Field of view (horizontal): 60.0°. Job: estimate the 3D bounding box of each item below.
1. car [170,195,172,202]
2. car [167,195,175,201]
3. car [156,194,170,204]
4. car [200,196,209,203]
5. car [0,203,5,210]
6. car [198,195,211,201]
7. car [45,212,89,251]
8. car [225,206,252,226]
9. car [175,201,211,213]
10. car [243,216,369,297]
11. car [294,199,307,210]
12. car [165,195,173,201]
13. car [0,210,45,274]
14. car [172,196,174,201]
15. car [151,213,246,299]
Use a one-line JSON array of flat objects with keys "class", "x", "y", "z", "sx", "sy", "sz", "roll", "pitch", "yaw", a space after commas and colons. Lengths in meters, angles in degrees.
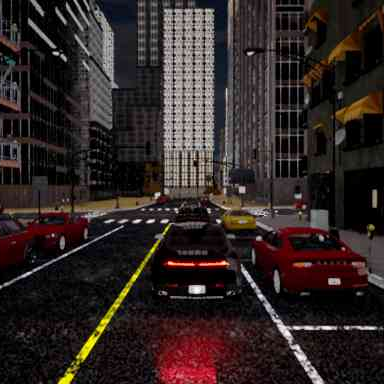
[{"class": "car", "x": -5.810, "y": 1.349, "z": 68.593, "sx": 2.192, "sy": 1.841, "sz": 5.009, "roll": -1, "pitch": 0, "yaw": 0}, {"class": "car", "x": -5.843, "y": 1.592, "z": 90.830, "sx": 1.887, "sy": 1.381, "sz": 4.507, "roll": -1, "pitch": 0, "yaw": 0}, {"class": "car", "x": -5.799, "y": 1.575, "z": 63.032, "sx": 1.887, "sy": 1.381, "sz": 4.507, "roll": -1, "pitch": 0, "yaw": 0}, {"class": "car", "x": 2.572, "y": 1.559, "z": 68.774, "sx": 1.752, "sy": 1.417, "sz": 4.829, "roll": -1, "pitch": 0, "yaw": 0}, {"class": "car", "x": -23.908, "y": 1.766, "z": 38.277, "sx": 4.097, "sy": 1.590, "sz": 1.967, "roll": -1, "pitch": 1, "yaw": -1}, {"class": "car", "x": 2.580, "y": 1.471, "z": 63.045, "sx": 1.967, "sy": 1.590, "sz": 4.097, "roll": -1, "pitch": 0, "yaw": 0}, {"class": "car", "x": -5.720, "y": 1.550, "z": 13.996, "sx": 1.887, "sy": 1.381, "sz": 4.507, "roll": -1, "pitch": 0, "yaw": 0}, {"class": "car", "x": 2.651, "y": 1.533, "z": 19.689, "sx": 1.752, "sy": 1.417, "sz": 4.829, "roll": -1, "pitch": 0, "yaw": 0}, {"class": "car", "x": 0.067, "y": 1.485, "z": 18.675, "sx": 1.882, "sy": 1.535, "sz": 5.008, "roll": 0, "pitch": 0, "yaw": 0}, {"class": "car", "x": 2.670, "y": 1.548, "z": 8.472, "sx": 1.887, "sy": 1.381, "sz": 4.507, "roll": -1, "pitch": 0, "yaw": 0}, {"class": "car", "x": 14.190, "y": 1.276, "z": 38.662, "sx": 4.507, "sy": 1.381, "sz": 1.887, "roll": -1, "pitch": 1, "yaw": -1}, {"class": "car", "x": -5.835, "y": 1.569, "z": 85.101, "sx": 1.752, "sy": 1.417, "sz": 4.829, "roll": -1, "pitch": 0, "yaw": 0}, {"class": "car", "x": -5.712, "y": 1.443, "z": 8.472, "sx": 1.967, "sy": 1.590, "sz": 4.097, "roll": -1, "pitch": 0, "yaw": 0}, {"class": "car", "x": -5.819, "y": 1.352, "z": 74.152, "sx": 2.192, "sy": 1.841, "sz": 5.009, "roll": -1, "pitch": 0, "yaw": 0}, {"class": "car", "x": 0.086, "y": 1.508, "z": 8.402, "sx": 1.837, "sy": 1.490, "sz": 4.892, "roll": 0, "pitch": 0, "yaw": 0}]
